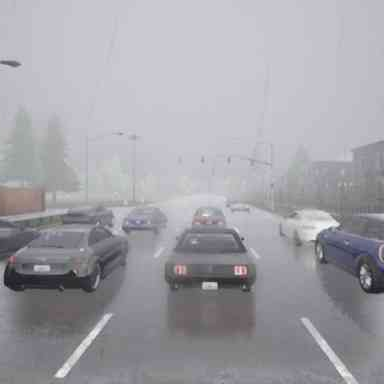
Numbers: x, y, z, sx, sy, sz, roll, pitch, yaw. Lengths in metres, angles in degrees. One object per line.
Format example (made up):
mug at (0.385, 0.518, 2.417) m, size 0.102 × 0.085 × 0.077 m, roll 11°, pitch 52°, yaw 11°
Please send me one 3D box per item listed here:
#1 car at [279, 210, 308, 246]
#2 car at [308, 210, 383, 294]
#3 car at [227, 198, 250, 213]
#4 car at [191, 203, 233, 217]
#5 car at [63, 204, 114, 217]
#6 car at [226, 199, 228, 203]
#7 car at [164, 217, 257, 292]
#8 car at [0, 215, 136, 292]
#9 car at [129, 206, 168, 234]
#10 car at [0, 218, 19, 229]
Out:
car at (5.220, 1.511, 14.925) m, size 1.812 × 1.442 × 4.674 m, roll 0°, pitch 0°, yaw 3°
car at (4.929, 1.342, 8.902) m, size 2.097 × 1.767 × 4.553 m, roll 0°, pitch 0°, yaw 3°
car at (5.276, 1.564, 36.908) m, size 1.895 × 1.301 × 4.718 m, roll 0°, pitch 0°, yaw 3°
car at (0.935, 1.529, 18.472) m, size 2.033 × 1.411 × 5.357 m, roll 0°, pitch 0°, yaw 3°
car at (-6.010, 1.486, 19.746) m, size 1.837 × 1.490 × 4.892 m, roll 0°, pitch 0°, yaw 3°
car at (5.709, 1.501, 46.796) m, size 2.033 × 1.411 × 5.357 m, roll 0°, pitch 0°, yaw 3°
car at (0.473, 1.592, 8.892) m, size 1.895 × 1.301 × 4.718 m, roll 0°, pitch 0°, yaw 3°
car at (-3.030, 1.555, 8.941) m, size 1.994 × 1.385 × 4.181 m, roll 0°, pitch 0°, yaw 3°
car at (-2.546, 1.529, 18.936) m, size 2.033 × 1.411 × 5.357 m, roll 0°, pitch 0°, yaw 3°
car at (-6.463, 1.516, 10.416) m, size 1.812 × 1.442 × 4.674 m, roll 0°, pitch 0°, yaw 3°
